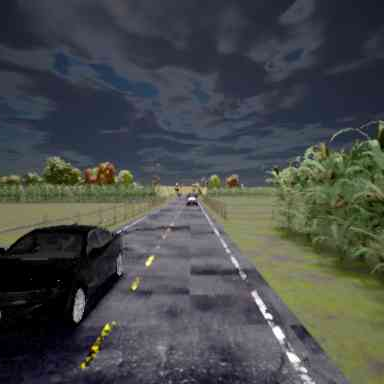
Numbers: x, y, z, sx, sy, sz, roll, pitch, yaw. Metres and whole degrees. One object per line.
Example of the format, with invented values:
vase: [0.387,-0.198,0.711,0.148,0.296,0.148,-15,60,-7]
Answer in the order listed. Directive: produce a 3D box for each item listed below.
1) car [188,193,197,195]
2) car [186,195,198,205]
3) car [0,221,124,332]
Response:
car: [0.005,1.143,65.866,2.150,2.045,5.566,0,0,0]
car: [0.004,1.549,55.865,1.895,1.301,4.718,0,0,0]
car: [-2.812,1.473,7.213,1.882,1.535,5.008,0,0,0]
